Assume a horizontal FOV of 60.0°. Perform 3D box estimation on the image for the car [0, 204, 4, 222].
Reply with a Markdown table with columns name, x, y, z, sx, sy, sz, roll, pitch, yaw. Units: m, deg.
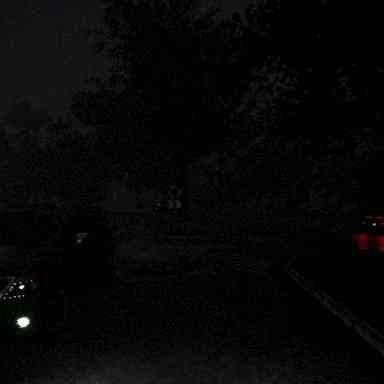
| name | x | y | z | sx | sy | sz | roll | pitch | yaw |
| --- | --- | --- | --- | --- | --- | --- | --- | --- | --- |
| car | -17.054 | 1.769 | 26.462 | 2.128 | 1.511 | 4.902 | 0 | -1 | -10 |

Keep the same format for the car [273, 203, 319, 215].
| name | x | y | z | sx | sy | sz | roll | pitch | yaw |
| --- | --- | --- | --- | --- | --- | --- | --- | --- | --- |
| car | 12.070 | 1.954 | 38.953 | 2.033 | 1.411 | 5.357 | 0 | -1 | -35 |

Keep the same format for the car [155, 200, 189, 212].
| name | x | y | z | sx | sy | sz | roll | pitch | yaw |
| --- | --- | --- | --- | --- | --- | --- | --- | --- | --- |
| car | -2.752 | 1.830 | 45.787 | 4.553 | 1.767 | 2.097 | 0 | -1 | -1 |

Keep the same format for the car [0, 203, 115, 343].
| name | x | y | z | sx | sy | sz | roll | pitch | yaw |
| --- | --- | --- | --- | --- | --- | --- | --- | --- | --- |
| car | -3.137 | 1.294 | 6.915 | 2.150 | 2.045 | 5.566 | 1 | -1 | 0 |

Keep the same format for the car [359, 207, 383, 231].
| name | x | y | z | sx | sy | sz | roll | pitch | yaw |
| --- | --- | --- | --- | --- | --- | --- | --- | --- | --- |
| car | 12.135 | 1.716 | 21.460 | 2.128 | 1.511 | 4.902 | 0 | 0 | 36 |
